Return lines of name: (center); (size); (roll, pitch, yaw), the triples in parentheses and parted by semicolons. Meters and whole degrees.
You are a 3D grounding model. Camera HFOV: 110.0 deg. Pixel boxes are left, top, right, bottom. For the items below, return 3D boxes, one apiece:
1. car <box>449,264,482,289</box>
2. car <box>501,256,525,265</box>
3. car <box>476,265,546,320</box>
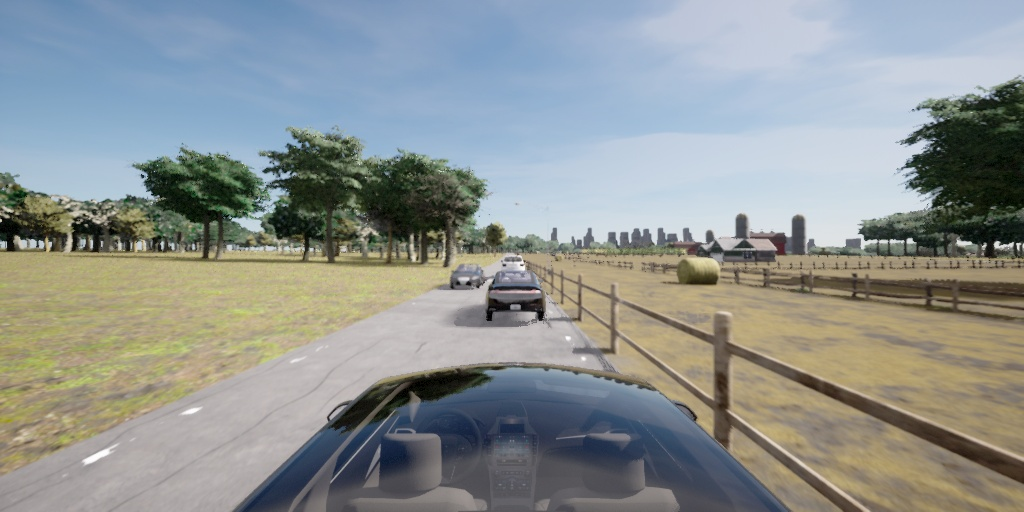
car: (-2.766, 1.246, 22.994); (2.128, 1.511, 4.902); (0, 0, 0)
car: (0.099, 0.974, 34.569); (2.150, 2.045, 5.566); (0, 0, 0)
car: (0.101, 1.243, 12.619); (2.128, 1.511, 4.902); (0, 0, 0)
